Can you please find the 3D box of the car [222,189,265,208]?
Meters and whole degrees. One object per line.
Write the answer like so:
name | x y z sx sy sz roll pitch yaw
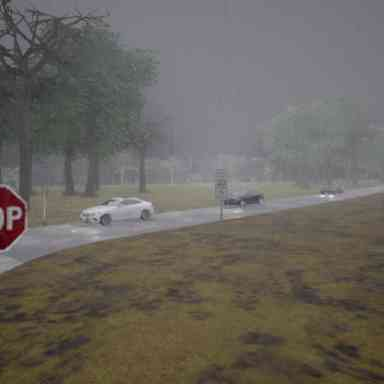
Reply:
car | 4.699 0.499 30.037 1.882 1.535 5.008 1 3 42

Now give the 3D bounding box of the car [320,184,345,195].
car | 19.806 -0.369 46.803 2.033 1.411 5.357 1 3 42

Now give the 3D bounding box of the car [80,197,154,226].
car | -4.347 1.060 19.915 1.812 1.442 4.674 1 3 42
